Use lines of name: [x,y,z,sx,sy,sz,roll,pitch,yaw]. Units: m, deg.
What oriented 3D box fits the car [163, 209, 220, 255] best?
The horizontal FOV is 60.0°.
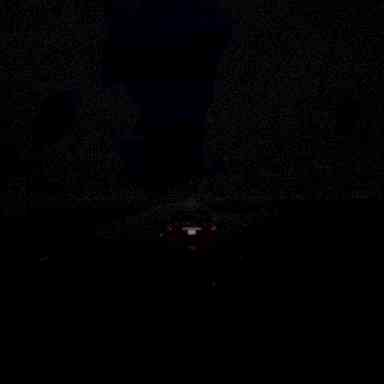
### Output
car: [-0.006,1.492,14.063,2.097,1.767,4.553,0,-1,0]
